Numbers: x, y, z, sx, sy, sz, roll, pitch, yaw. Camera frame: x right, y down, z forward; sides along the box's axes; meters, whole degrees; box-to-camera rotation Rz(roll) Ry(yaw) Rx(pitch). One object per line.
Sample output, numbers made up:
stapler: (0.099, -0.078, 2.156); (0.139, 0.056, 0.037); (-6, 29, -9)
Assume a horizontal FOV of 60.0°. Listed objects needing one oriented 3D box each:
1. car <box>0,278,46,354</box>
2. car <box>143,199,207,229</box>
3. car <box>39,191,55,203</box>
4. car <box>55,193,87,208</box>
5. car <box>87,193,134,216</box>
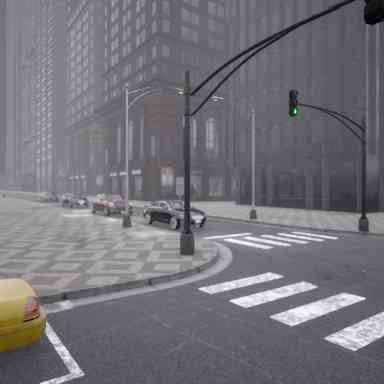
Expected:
car: (-4.259, 1.525, 3.614); (4.829, 1.417, 1.752); (0, 0, -35)
car: (-1.104, 1.205, 19.218); (2.128, 1.511, 4.902); (0, 1, -36)
car: (-19.037, 0.662, 44.253); (1.837, 1.490, 4.892); (0, 2, -35)
car: (-12.316, 0.853, 34.828); (2.128, 1.511, 4.902); (0, 1, -36)
car: (-6.435, 0.895, 26.638); (2.097, 1.767, 4.553); (0, 1, -35)
